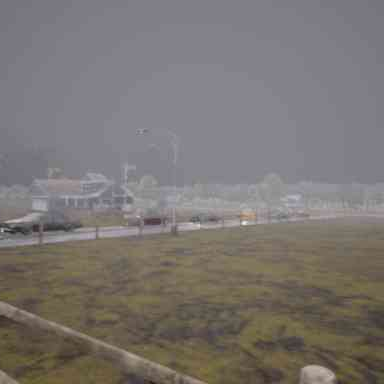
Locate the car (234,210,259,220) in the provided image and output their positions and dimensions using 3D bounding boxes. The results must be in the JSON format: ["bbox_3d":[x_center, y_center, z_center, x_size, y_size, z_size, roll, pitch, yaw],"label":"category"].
[{"bbox_3d":[7.706,3.229,47.024,1.882,1.535,5.008,0,-2,36],"label":"car"}]

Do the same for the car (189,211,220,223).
[{"bbox_3d":[1.508,2.868,38.373,1.994,1.385,4.181,0,-2,35],"label":"car"}]

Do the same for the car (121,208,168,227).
[{"bbox_3d":[-4.231,2.251,30.296,2.097,1.767,4.553,0,-2,35],"label":"car"}]

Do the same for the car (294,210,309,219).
[{"bbox_3d":[18.721,3.873,57.513,1.882,1.535,5.008,0,-2,35],"label":"car"}]

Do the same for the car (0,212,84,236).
[{"bbox_3d":[-9.888,2.056,22.263,2.033,1.411,5.357,0,-2,34],"label":"car"}]

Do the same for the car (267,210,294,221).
[{"bbox_3d":[12.789,3.446,49.165,2.128,1.511,4.902,0,-2,35],"label":"car"}]
